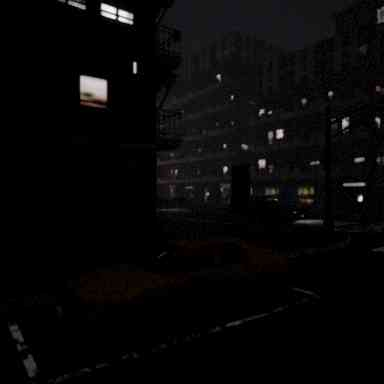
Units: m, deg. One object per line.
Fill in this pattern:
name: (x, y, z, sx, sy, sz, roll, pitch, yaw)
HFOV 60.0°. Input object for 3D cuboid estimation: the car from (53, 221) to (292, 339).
car: (-0.073, 1.499, 6.510, 4.829, 1.417, 1.752, -1, 0, -36)

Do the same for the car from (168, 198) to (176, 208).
car: (-4.437, 1.223, 41.649, 1.882, 1.535, 5.008, -1, 1, -36)

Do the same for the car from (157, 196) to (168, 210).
car: (-5.046, 1.315, 38.066, 1.887, 1.381, 4.507, 0, 0, -36)

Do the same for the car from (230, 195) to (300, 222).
car: (4.923, 1.135, 24.302, 2.192, 1.841, 5.009, 0, 0, -36)

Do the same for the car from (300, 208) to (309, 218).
car: (6.532, 1.344, 26.491, 2.033, 1.411, 5.357, -1, 1, -36)

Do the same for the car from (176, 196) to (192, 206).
car: (-1.583, 1.277, 47.571, 1.802, 1.307, 4.206, 0, 0, -36)
